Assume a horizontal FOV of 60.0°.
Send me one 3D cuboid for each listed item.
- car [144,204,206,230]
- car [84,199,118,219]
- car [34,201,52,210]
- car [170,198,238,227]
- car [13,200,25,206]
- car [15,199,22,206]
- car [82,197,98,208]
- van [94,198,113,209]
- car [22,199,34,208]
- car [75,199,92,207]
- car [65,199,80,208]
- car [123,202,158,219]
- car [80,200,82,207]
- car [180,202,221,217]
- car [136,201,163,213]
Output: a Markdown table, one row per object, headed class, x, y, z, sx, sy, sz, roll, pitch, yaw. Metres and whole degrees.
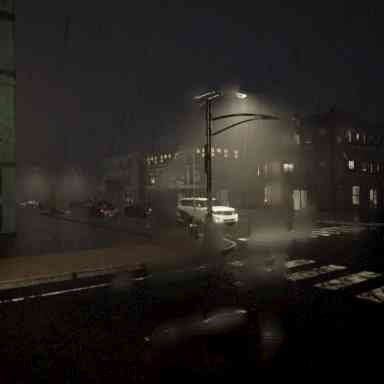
| class | x | y | z | sx | sy | sz | roll | pitch | yaw |
| --- | --- | --- | --- | --- | --- | --- | --- | --- | --- |
| car | -1.277 | 1.815 | 23.207 | 1.947 | 1.339 | 4.313 | -2 | 0 | -36 |
| car | -9.253 | 1.846 | 34.564 | 1.967 | 1.590 | 4.097 | -1 | 0 | -36 |
| car | -25.249 | 2.233 | 56.939 | 1.752 | 1.417 | 4.829 | -1 | 0 | -36 |
| car | 0.942 | 1.443 | 24.776 | 2.150 | 2.045 | 5.566 | -1 | 0 | -35 |
| car | -41.446 | 2.547 | 79.590 | 2.008 | 1.369 | 4.403 | -1 | 0 | -36 |
| car | -38.228 | 2.380 | 75.086 | 1.967 | 1.590 | 4.097 | -1 | 0 | -36 |
| car | -15.411 | 2.032 | 53.147 | 1.882 | 1.535 | 5.008 | -1 | 0 | -35 |
| van | -15.317 | 1.907 | 57.450 | 1.690 | 1.788 | 3.998 | -1 | 0 | -36 |
| car | -31.787 | 2.376 | 66.083 | 2.008 | 1.369 | 4.403 | -1 | 0 | -36 |
| car | -21.752 | 2.227 | 66.455 | 1.887 | 1.381 | 4.507 | -1 | 0 | -36 |
| car | -21.472 | 2.230 | 61.626 | 1.994 | 1.385 | 4.181 | -1 | 0 | -36 |
| car | -5.010 | 1.886 | 33.103 | 2.033 | 1.411 | 5.357 | -1 | 0 | -36 |
| car | -18.538 | 1.940 | 61.952 | 2.192 | 1.841 | 5.009 | -1 | 0 | -36 |
| car | 0.785 | 1.810 | 34.938 | 2.008 | 1.369 | 4.403 | -2 | 0 | -36 |
| car | -5.652 | 1.966 | 43.943 | 1.802 | 1.307 | 4.206 | -2 | 0 | -36 |
